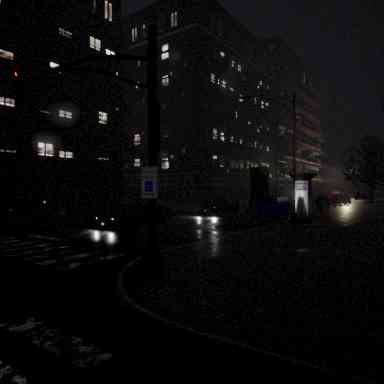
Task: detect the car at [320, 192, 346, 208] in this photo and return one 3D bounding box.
[{"bbox_3d":[15.569,0.979,37.496,1.887,1.381,4.507,1,1,36],"label":"car"}]

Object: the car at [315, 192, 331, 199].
[{"bbox_3d":[25.720,0.621,65.270,1.802,1.307,4.206,1,1,36],"label":"car"}]

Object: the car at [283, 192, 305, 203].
[{"bbox_3d":[15.777,0.801,51.346,1.752,1.417,4.829,1,1,36],"label":"car"}]

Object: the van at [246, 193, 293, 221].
[{"bbox_3d":[5.716,1.009,23.693,1.690,1.788,3.998,1,1,36],"label":"van"}]

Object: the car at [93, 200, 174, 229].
[{"bbox_3d":[-3.343,1.323,20.351,2.033,1.411,5.357,0,1,36],"label":"car"}]

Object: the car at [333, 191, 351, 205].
[{"bbox_3d":[18.854,0.923,42.096,1.947,1.339,4.313,1,1,36],"label":"car"}]

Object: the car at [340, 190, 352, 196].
[{"bbox_3d":[38.845,0.278,83.648,2.008,1.369,4.403,1,1,36],"label":"car"}]

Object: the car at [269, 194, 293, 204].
[{"bbox_3d":[12.595,0.933,46.891,1.802,1.307,4.206,1,1,36],"label":"car"}]

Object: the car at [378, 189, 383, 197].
[{"bbox_3d":[41.847,0.356,74.293,1.887,1.381,4.507,1,1,36],"label":"car"}]

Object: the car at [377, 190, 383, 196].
[{"bbox_3d":[45.132,0.315,78.893,1.802,1.307,4.206,1,1,36],"label":"car"}]

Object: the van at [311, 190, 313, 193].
[{"bbox_3d":[19.158,0.536,56.076,1.690,1.788,3.998,1,1,36],"label":"van"}]

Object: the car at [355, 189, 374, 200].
[{"bbox_3d":[28.709,0.564,55.892,1.967,1.590,4.097,1,1,36],"label":"car"}]

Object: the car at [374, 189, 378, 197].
[{"bbox_3d":[31.993,0.590,60.494,1.887,1.381,4.507,1,1,36],"label":"car"}]

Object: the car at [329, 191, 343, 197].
[{"bbox_3d":[32.282,0.428,74.458,1.887,1.381,4.507,1,1,36],"label":"car"}]

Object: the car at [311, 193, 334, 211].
[{"bbox_3d":[12.285,1.078,32.897,1.947,1.339,4.313,1,1,36],"label":"car"}]

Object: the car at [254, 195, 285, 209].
[{"bbox_3d":[8.735,1.054,37.239,1.994,1.385,4.181,0,1,36],"label":"car"}]

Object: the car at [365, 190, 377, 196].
[{"bbox_3d":[44.237,0.216,82.070,1.994,1.385,4.181,0,1,36],"label":"car"}]

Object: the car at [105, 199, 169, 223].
[{"bbox_3d":[-3.812,1.283,23.916,1.887,1.381,4.507,1,1,36],"label":"car"}]

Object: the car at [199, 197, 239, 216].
[{"bbox_3d":[2.410,1.165,28.405,1.812,1.442,4.674,0,1,35],"label":"car"}]
